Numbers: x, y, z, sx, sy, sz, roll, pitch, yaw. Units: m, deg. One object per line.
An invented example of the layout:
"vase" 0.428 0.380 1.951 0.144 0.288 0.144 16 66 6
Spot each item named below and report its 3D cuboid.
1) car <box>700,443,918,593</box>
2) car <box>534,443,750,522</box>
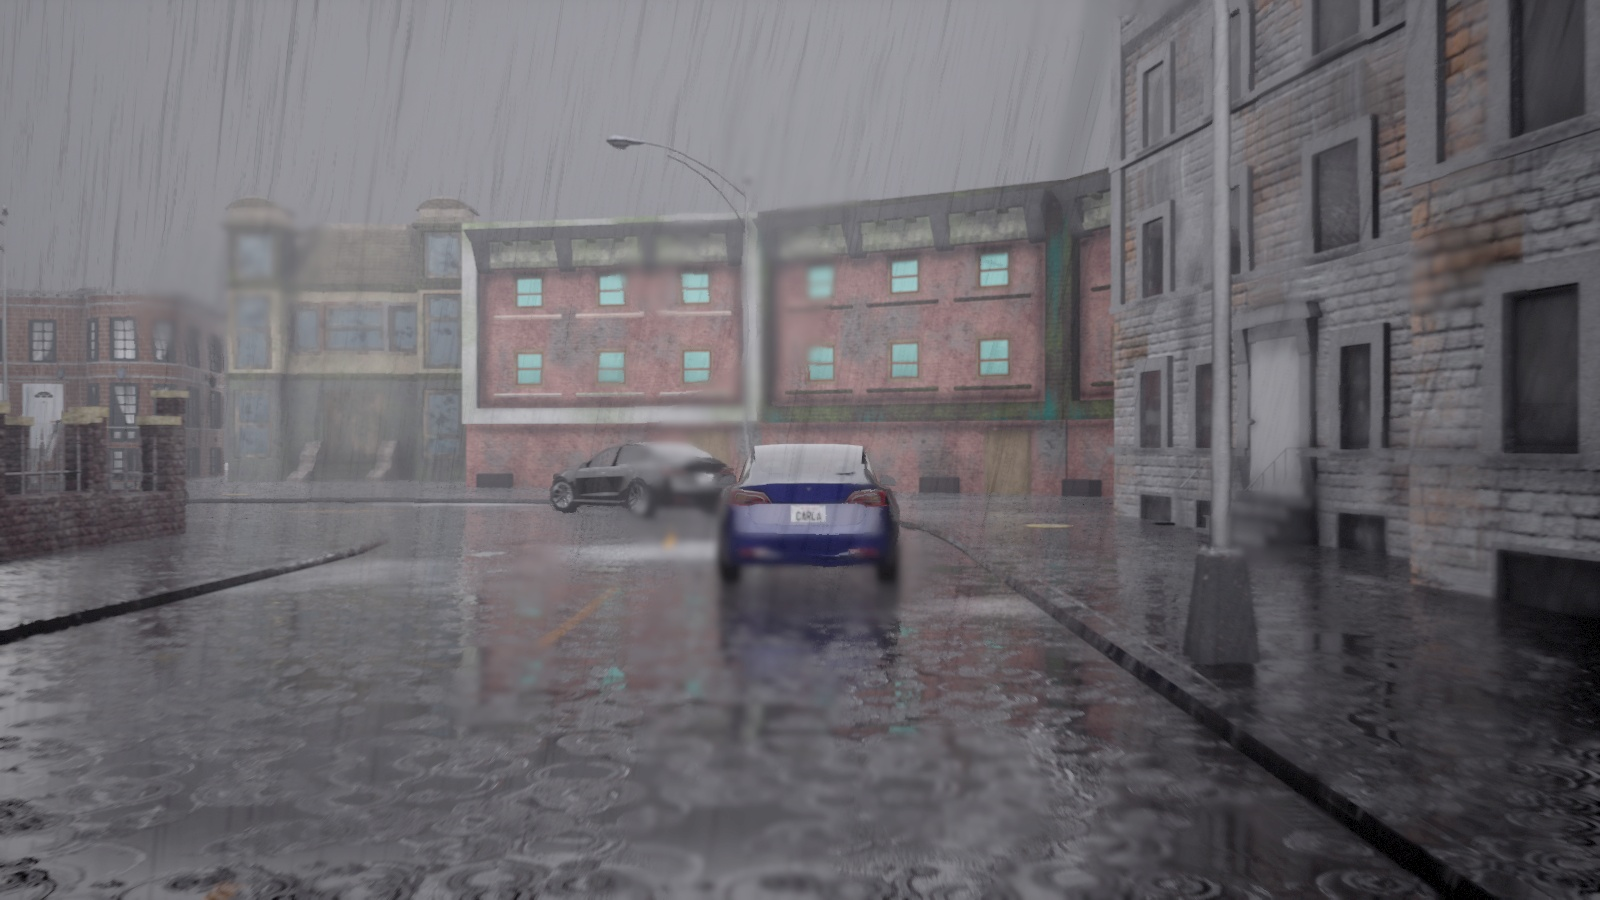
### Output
"car" 0.100 0.663 14.839 2.163 1.488 4.792 0 0 0
"car" -3.383 0.598 26.191 2.163 1.488 4.792 0 0 -41
